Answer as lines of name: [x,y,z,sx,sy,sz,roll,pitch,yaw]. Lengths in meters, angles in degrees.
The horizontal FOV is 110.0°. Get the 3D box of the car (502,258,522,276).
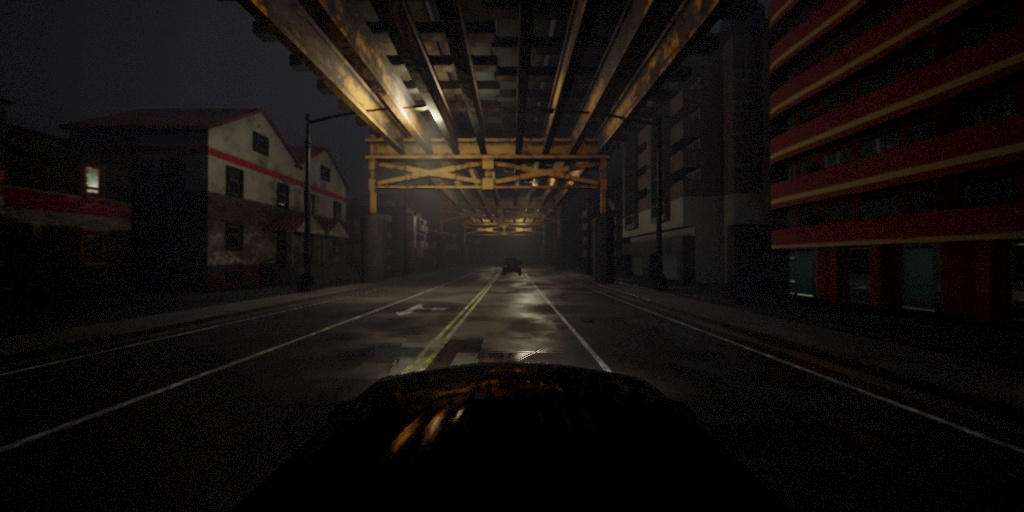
car: [0.021,1.266,43.619,2.150,2.045,5.566,0,0,0]
